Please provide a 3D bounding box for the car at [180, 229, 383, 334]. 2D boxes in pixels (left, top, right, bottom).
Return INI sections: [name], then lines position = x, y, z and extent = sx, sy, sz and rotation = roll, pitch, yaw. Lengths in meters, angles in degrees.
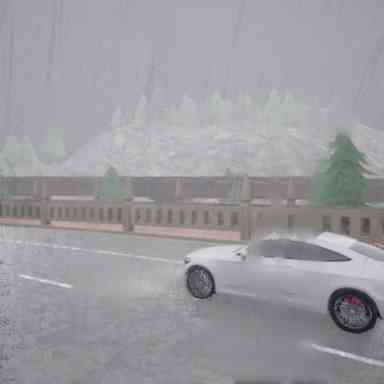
[car]
position = 1.938, 1.491, 6.647
extent = 4.674, 1.442, 1.812
rotation = 0, 0, 34
